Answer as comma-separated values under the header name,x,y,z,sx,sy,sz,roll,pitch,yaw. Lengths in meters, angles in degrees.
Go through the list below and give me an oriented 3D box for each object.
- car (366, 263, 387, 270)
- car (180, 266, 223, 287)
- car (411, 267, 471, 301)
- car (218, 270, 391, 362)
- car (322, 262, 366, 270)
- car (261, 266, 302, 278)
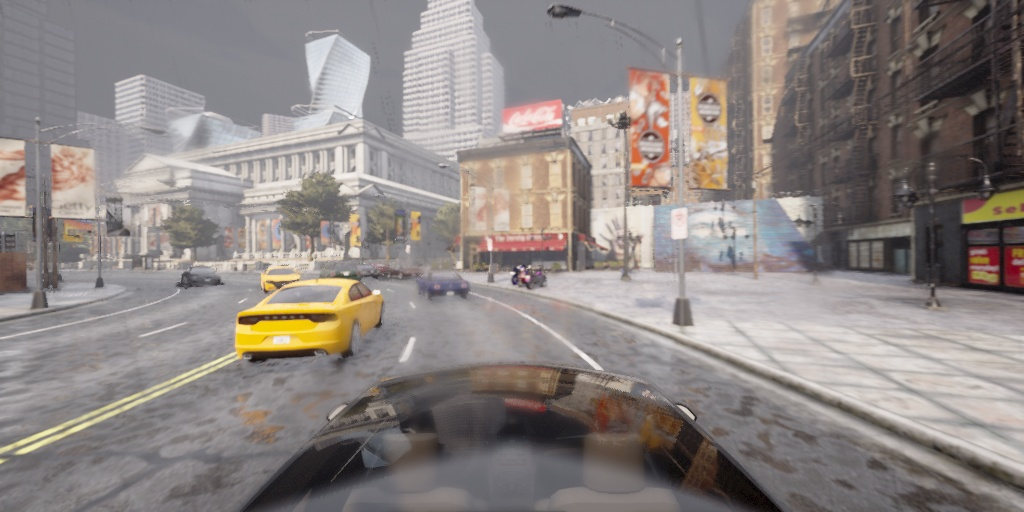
name,x,y,z,sx,sy,sz,roll,pitch,yaw
car,-13.946,1.441,32.993,2.033,1.411,5.357,-1,0,-45
car,-24.170,1.539,27.849,4.674,1.442,1.812,-1,0,40
car,-3.597,1.384,17.908,1.895,1.301,4.718,-1,0,-23
car,-4.334,1.274,8.520,1.882,1.535,5.008,0,0,-10
car,-12.252,1.230,25.523,2.097,1.767,4.553,-1,0,-36
car,-14.132,1.379,21.970,1.882,1.535,5.008,0,0,-36
